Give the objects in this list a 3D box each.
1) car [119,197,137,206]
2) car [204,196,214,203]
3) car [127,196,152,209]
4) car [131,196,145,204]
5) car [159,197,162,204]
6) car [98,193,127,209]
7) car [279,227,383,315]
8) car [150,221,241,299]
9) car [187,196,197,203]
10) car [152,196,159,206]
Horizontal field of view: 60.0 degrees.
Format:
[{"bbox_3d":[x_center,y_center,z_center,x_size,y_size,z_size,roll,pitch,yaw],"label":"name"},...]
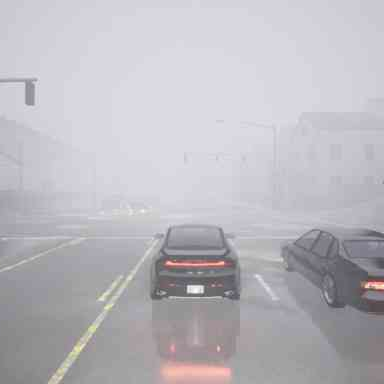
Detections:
[{"bbox_3d":[-10.587,1.547,55.221,2.033,1.411,5.357,0,0,0],"label":"car"},{"bbox_3d":[3.499,1.545,69.176,2.033,1.411,5.357,0,0,0],"label":"car"},{"bbox_3d":[-7.098,1.477,45.189,1.882,1.535,5.008,0,0,0],"label":"car"},{"bbox_3d":[-10.533,1.505,65.412,1.837,1.490,4.892,0,0,0],"label":"car"},{"bbox_3d":[-7.038,1.547,65.055,2.033,1.411,5.357,0,0,1],"label":"car"},{"bbox_3d":[-10.600,1.221,44.974,2.150,2.045,5.566,0,0,0],"label":"car"},{"bbox_3d":[3.575,1.547,7.834,2.033,1.411,5.357,0,0,0],"label":"car"},{"bbox_3d":[0.075,1.505,8.410,1.837,1.490,4.892,0,0,0],"label":"car"},{"bbox_3d":[0.001,1.547,69.176,2.033,1.411,5.357,0,0,0],"label":"car"},{"bbox_3d":[-7.090,1.505,54.644,1.837,1.490,4.892,0,0,0],"label":"car"}]
